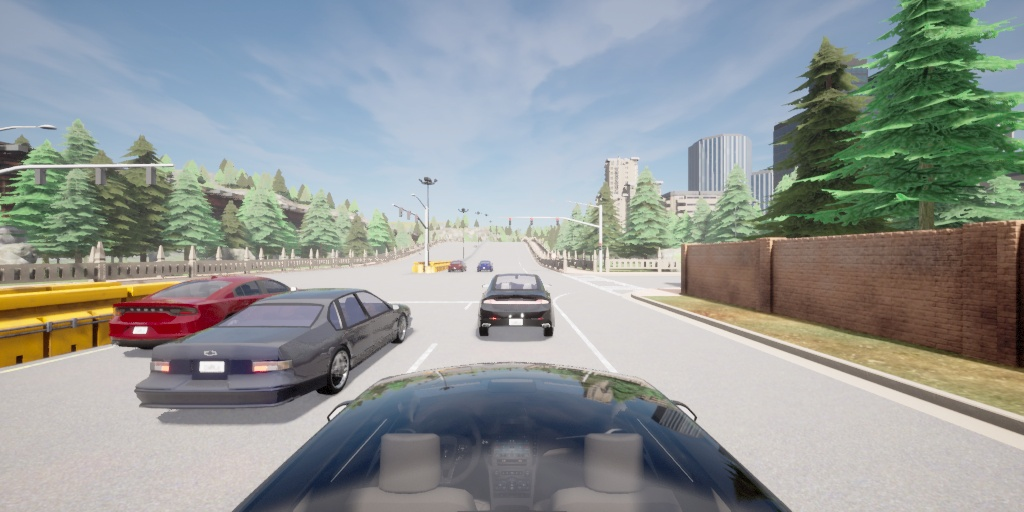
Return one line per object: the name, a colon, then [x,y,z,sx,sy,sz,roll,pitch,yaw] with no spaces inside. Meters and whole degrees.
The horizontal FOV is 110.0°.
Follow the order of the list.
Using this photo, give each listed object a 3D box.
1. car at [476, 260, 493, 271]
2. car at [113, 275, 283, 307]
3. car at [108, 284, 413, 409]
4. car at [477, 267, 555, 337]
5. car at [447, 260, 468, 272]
car: [-3.384,1.276,45.736,1.812,1.442,4.674,0,0,0]
car: [-6.897,1.228,9.129,1.882,1.535,5.008,0,0,0]
car: [-3.397,1.297,6.565,2.033,1.411,5.357,0,0,0]
car: [0.132,1.242,10.310,2.128,1.511,4.902,0,0,1]
car: [-6.879,1.276,45.340,1.812,1.442,4.674,0,0,0]
